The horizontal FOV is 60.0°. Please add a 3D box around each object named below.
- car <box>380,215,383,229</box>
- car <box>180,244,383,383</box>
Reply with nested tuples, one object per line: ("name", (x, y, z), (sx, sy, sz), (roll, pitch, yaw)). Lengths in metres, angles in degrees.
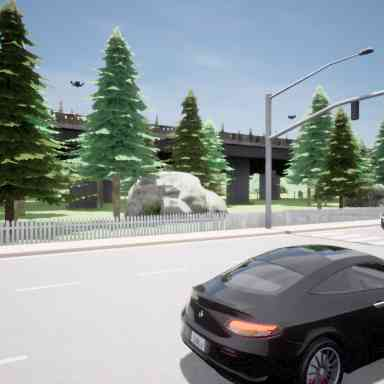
("car", (13.105, 1.353, 19.356), (4.553, 1.767, 2.097), (0, 0, -29))
("car", (2.082, 1.526, 4.908), (4.674, 1.442, 1.812), (0, 0, -29))
